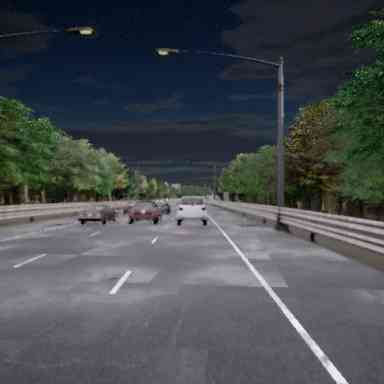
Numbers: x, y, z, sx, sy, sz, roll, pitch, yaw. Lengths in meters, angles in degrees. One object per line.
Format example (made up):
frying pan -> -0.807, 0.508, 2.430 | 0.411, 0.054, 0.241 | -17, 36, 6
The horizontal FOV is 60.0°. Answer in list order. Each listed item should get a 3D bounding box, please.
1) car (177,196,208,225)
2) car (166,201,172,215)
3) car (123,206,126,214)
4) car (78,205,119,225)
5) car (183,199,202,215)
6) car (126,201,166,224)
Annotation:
car -> 0.010, 1.333, 25.134 | 2.150, 2.045, 5.566 | 0, -1, 0
car -> -3.448, 1.859, 39.382 | 2.128, 1.511, 4.902 | 0, -1, 1
car -> -6.943, 1.901, 39.856 | 1.812, 1.442, 4.674 | 0, -1, 1
car -> -6.989, 1.661, 25.231 | 2.033, 1.411, 5.357 | 0, -1, 0
car -> 0.051, 1.715, 39.190 | 2.097, 1.767, 4.553 | 0, -1, 1
car -> -3.483, 1.475, 25.894 | 2.097, 1.767, 4.553 | 0, -1, 0
